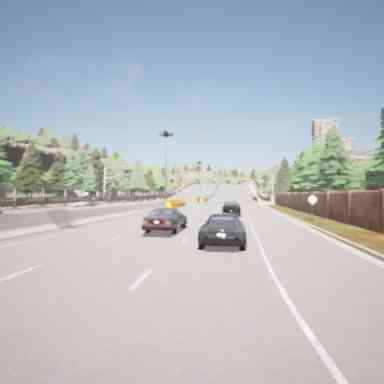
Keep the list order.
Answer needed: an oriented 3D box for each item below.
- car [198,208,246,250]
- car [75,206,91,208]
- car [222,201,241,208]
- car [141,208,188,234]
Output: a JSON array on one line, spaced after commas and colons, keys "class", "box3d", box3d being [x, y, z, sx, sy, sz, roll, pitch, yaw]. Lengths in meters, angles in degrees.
[{"class": "car", "box3d": [1.397, 1.656, 14.923, 1.994, 1.385, 4.181, 0, 0, 8]}, {"class": "car", "box3d": [-15.299, 1.706, 48.415, 1.895, 1.301, 4.718, 1, 0, 8]}, {"class": "car", "box3d": [4.127, 1.701, 34.780, 1.882, 1.535, 5.008, 1, 0, 8]}, {"class": "car", "box3d": [-1.506, 1.637, 19.806, 2.033, 1.411, 5.357, 1, 0, 8]}]
